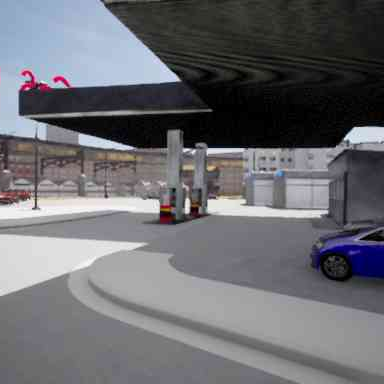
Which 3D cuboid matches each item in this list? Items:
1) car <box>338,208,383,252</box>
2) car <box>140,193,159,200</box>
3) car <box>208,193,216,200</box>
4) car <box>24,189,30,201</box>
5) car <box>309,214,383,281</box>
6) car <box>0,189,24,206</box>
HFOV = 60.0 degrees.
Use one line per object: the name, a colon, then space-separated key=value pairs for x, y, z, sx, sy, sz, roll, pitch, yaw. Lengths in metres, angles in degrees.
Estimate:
car: x=7.937 y=1.474 z=12.890 sx=3.806 sy=1.475 sz=1.970 roll=1 pitch=0 yaw=36
car: x=-8.064 y=0.936 z=67.211 sx=4.902 sy=1.511 sz=2.128 roll=0 pitch=0 yaw=-28
car: x=2.962 y=1.048 z=74.768 sx=4.902 sy=1.511 sz=2.128 roll=1 pitch=0 yaw=-13
car: x=-28.524 y=0.480 z=52.459 sx=2.150 sy=2.045 sz=5.566 roll=0 pitch=0 yaw=35
car: x=5.205 y=1.313 z=7.779 sx=4.611 sy=1.667 sz=2.242 roll=1 pitch=0 yaw=36
car: x=-23.482 y=0.763 z=40.274 sx=2.097 sy=1.767 sz=4.553 roll=1 pitch=0 yaw=36
